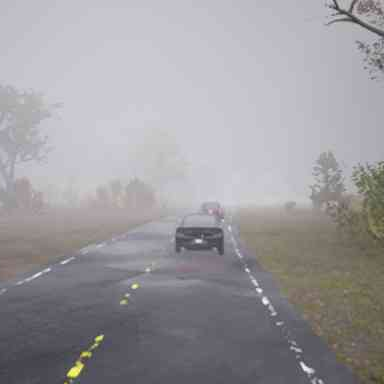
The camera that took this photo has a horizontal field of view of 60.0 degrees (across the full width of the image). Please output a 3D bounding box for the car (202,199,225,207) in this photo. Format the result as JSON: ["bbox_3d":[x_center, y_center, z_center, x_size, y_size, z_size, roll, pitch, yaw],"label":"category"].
[{"bbox_3d":[1.752,1.629,28.778,2.097,1.767,4.553,0,-1,7],"label":"car"}]

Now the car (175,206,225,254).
[{"bbox_3d":[0.400,1.617,14.341,1.882,1.535,5.008,0,0,4],"label":"car"}]

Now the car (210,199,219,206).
[{"bbox_3d":[4.927,2.226,72.442,1.812,1.442,4.674,0,-1,8],"label":"car"}]
